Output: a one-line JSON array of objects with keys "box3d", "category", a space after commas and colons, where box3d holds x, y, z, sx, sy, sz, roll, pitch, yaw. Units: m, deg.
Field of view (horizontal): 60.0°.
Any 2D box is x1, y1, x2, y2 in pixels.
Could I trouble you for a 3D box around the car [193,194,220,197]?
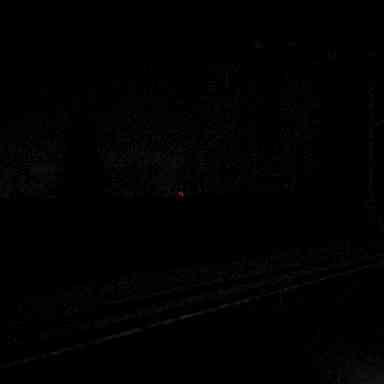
[{"box3d": [2.011, 1.206, 33.884, 2.150, 2.045, 5.566, 0, 0, -37], "category": "car"}]
